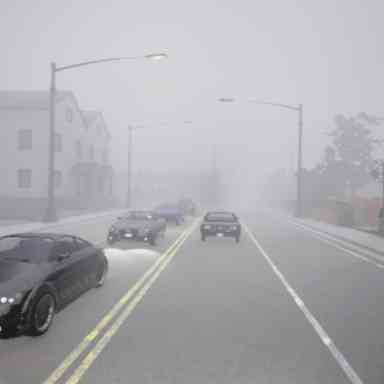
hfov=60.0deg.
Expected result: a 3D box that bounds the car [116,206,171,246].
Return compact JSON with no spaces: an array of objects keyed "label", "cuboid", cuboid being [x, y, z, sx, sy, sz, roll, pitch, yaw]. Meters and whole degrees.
[{"label":"car","cuboid":[-2.403,1.552,15.280,1.994,1.385,4.181,1,0,4]}]

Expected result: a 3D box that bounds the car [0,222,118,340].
[{"label":"car","cuboid":[-3.147,1.517,6.491,1.994,1.385,4.181,1,0,5]}]

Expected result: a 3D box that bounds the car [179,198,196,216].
[{"label":"car","cuboid":[-0.741,1.417,34.159,2.097,1.767,4.553,1,0,5]}]

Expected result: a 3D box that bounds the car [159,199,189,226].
[{"label":"car","cuboid":[-1.615,1.503,24.274,1.882,1.535,5.008,1,0,5]}]

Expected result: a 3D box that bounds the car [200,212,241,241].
[{"label":"car","cuboid":[1.490,1.668,17.312,1.895,1.301,4.718,1,0,5]}]
